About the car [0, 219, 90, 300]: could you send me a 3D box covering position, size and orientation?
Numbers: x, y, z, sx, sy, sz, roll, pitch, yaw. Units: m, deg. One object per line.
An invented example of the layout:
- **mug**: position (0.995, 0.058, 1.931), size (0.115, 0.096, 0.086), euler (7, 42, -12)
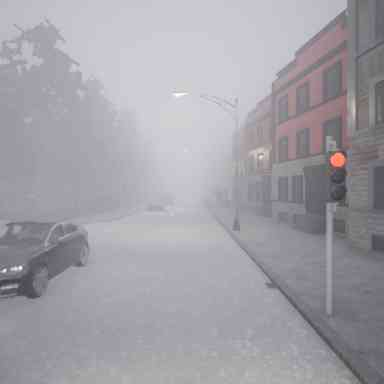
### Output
- **car**: position (-4.104, 1.491, 8.553), size (2.128, 1.511, 4.902), euler (0, 0, 0)

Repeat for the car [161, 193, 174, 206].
- **car**: position (-4.118, 1.219, 54.260), size (2.150, 2.045, 5.566), euler (0, 0, 0)

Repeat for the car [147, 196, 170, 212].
- **car**: position (-4.121, 1.547, 39.391), size (2.033, 1.411, 5.357), euler (0, 0, 0)
